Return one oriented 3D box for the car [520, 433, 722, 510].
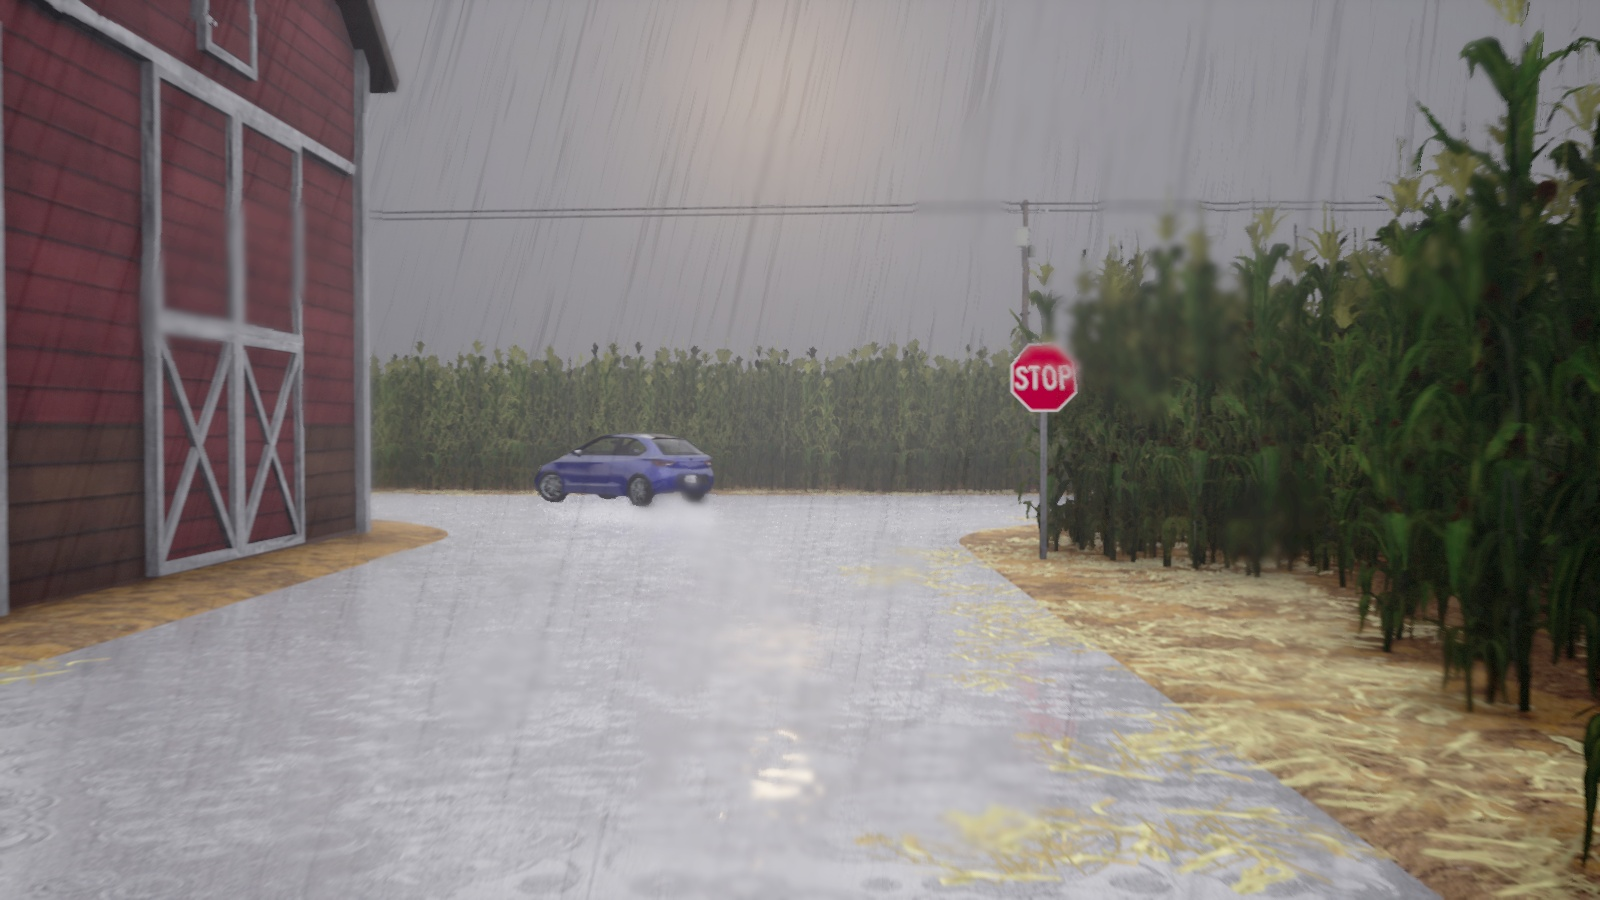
[{"bbox_3d":[-3.786,0.381,26.236,4.193,1.474,1.816,1,1,39],"label":"car"}]
